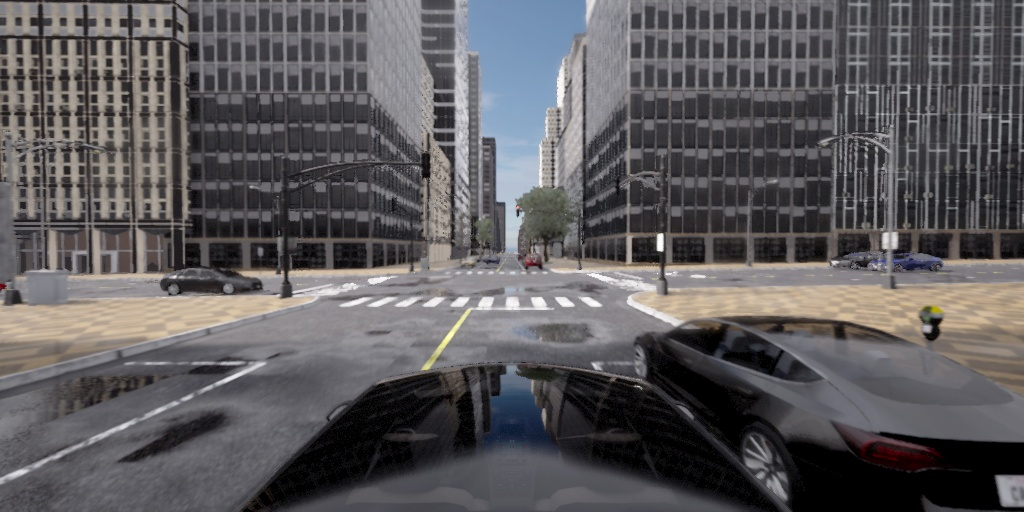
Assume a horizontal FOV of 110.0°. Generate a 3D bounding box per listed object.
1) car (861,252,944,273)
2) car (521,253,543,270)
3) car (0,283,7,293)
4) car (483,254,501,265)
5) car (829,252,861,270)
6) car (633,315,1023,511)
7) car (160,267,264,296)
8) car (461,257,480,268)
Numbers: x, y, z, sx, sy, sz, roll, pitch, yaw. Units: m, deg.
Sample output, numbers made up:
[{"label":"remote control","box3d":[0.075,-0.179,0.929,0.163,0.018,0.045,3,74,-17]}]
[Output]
[{"label":"car","box3d":[30.040,0.508,27.387,4.674,1.442,1.812,-1,1,-1]},{"label":"car","box3d":[2.575,0.648,42.964,2.192,1.841,5.009,0,0,0]},{"label":"car","box3d":[-31.531,1.316,19.576,5.566,2.045,2.150,-1,1,-1]},{"label":"car","box3d":[-3.188,0.515,59.527,2.097,1.767,4.553,0,1,0]},{"label":"car","box3d":[29.963,0.412,30.632,4.902,1.511,2.128,-1,1,-1]},{"label":"car","box3d":[2.820,1.292,4.037,1.948,1.339,4.313,0,0,0]},{"label":"car","box3d":[-16.508,1.401,19.877,4.892,1.490,1.837,1,1,-1]},{"label":"car","box3d":[-5.821,0.802,48.408,1.751,1.417,4.829,0,0,0]}]
